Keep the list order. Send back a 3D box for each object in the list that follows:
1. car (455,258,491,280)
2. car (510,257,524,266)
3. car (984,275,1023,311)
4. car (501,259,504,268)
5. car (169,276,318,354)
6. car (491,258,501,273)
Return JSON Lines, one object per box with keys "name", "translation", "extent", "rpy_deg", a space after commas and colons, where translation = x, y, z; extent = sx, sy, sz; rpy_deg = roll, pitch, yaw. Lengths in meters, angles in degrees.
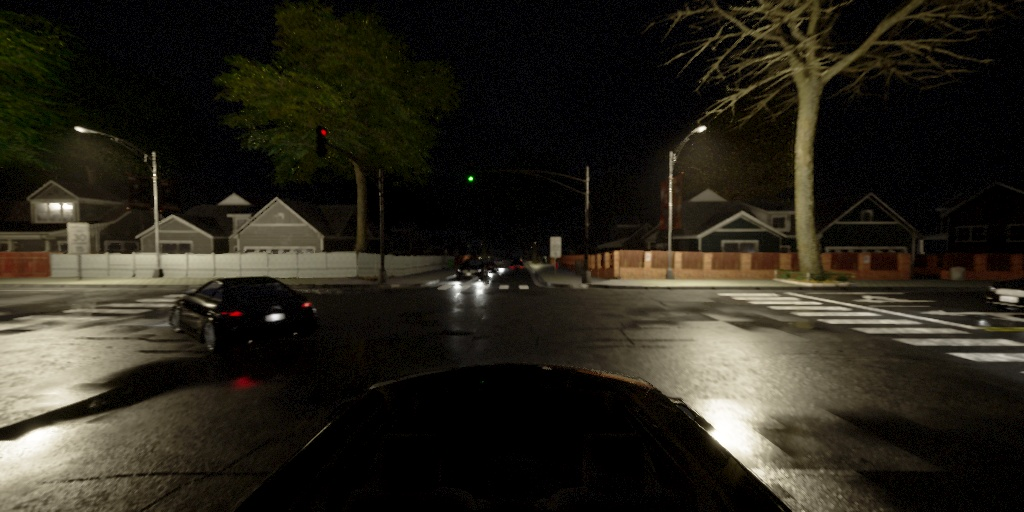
{"name": "car", "translation": [-2.789, 0.925, 25.880], "extent": [1.812, 1.442, 4.674], "rpy_deg": [0, 0, 1]}
{"name": "car", "translation": [0.783, 0.884, 56.032], "extent": [1.812, 1.442, 4.674], "rpy_deg": [0, 0, 1]}
{"name": "car", "translation": [17.328, 1.037, 10.636], "extent": [4.902, 1.511, 2.128], "rpy_deg": [0, 2, 2]}
{"name": "car", "translation": [-2.183, 0.960, 49.677], "extent": [1.895, 1.301, 4.718], "rpy_deg": [0, 0, 2]}
{"name": "car", "translation": [-6.470, 1.183, 8.597], "extent": [4.181, 1.385, 1.994], "rpy_deg": [2, 3, 37]}
{"name": "car", "translation": [-2.535, 0.921, 36.101], "extent": [2.033, 1.411, 5.357], "rpy_deg": [0, 0, 2]}
